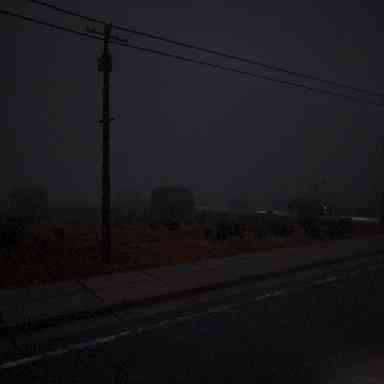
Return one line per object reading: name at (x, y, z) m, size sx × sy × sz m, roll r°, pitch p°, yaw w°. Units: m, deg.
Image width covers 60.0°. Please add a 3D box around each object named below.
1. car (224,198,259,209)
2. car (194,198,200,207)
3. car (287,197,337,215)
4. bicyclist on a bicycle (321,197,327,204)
car at (5.820, 1.470, 39.447) m, size 1.837 × 1.490 × 4.892 m, roll 0°, pitch 0°, yaw -33°
car at (-0.744, 1.319, 49.759) m, size 2.097 × 1.767 × 4.553 m, roll 0°, pitch 0°, yaw -32°
car at (11.180, 1.317, 31.052) m, size 2.097 × 1.767 × 4.553 m, roll 0°, pitch 0°, yaw -33°
bicyclist on a bicycle at (15.083, 1.423, 38.128) m, size 1.656 × 1.620 × 0.582 m, roll 0°, pitch 0°, yaw -33°
